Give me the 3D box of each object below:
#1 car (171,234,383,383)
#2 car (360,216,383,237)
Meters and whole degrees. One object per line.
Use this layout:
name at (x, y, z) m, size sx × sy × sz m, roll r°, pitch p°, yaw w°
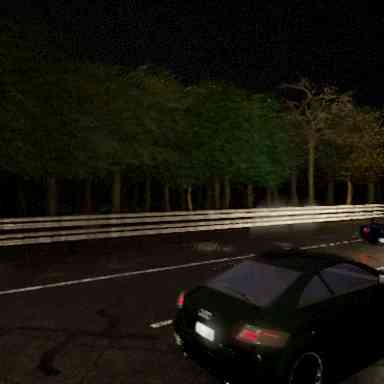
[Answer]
car at (1.792, 1.567, 4.954) m, size 4.181 × 1.385 × 1.994 m, roll 0°, pitch 0°, yaw -35°
car at (9.406, 1.623, 14.370) m, size 4.718 × 1.301 × 1.895 m, roll 0°, pitch 0°, yaw -33°
